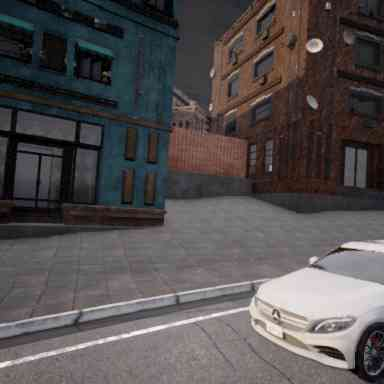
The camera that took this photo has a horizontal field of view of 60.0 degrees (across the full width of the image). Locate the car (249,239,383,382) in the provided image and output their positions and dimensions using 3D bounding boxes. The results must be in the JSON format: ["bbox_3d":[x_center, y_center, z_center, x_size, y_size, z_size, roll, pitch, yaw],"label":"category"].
[{"bbox_3d":[3.129,1.568,5.507,4.674,1.442,1.812,1,-1,-29],"label":"car"}]
